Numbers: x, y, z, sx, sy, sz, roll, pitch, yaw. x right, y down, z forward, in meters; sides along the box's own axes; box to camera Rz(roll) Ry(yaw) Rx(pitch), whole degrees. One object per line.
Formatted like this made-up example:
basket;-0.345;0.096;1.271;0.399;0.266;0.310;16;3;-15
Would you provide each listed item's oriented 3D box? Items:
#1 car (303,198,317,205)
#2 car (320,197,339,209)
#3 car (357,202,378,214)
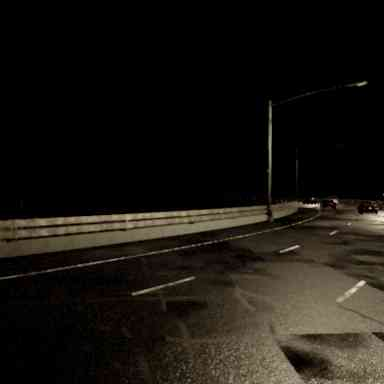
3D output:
car;24.867;2.060;70.076;2.128;1.511;4.902;1;0;3
car;21.734;1.937;53.184;1.837;1.490;4.892;1;0;15
car;21.234;1.919;40.265;2.033;1.411;5.357;0;0;21
